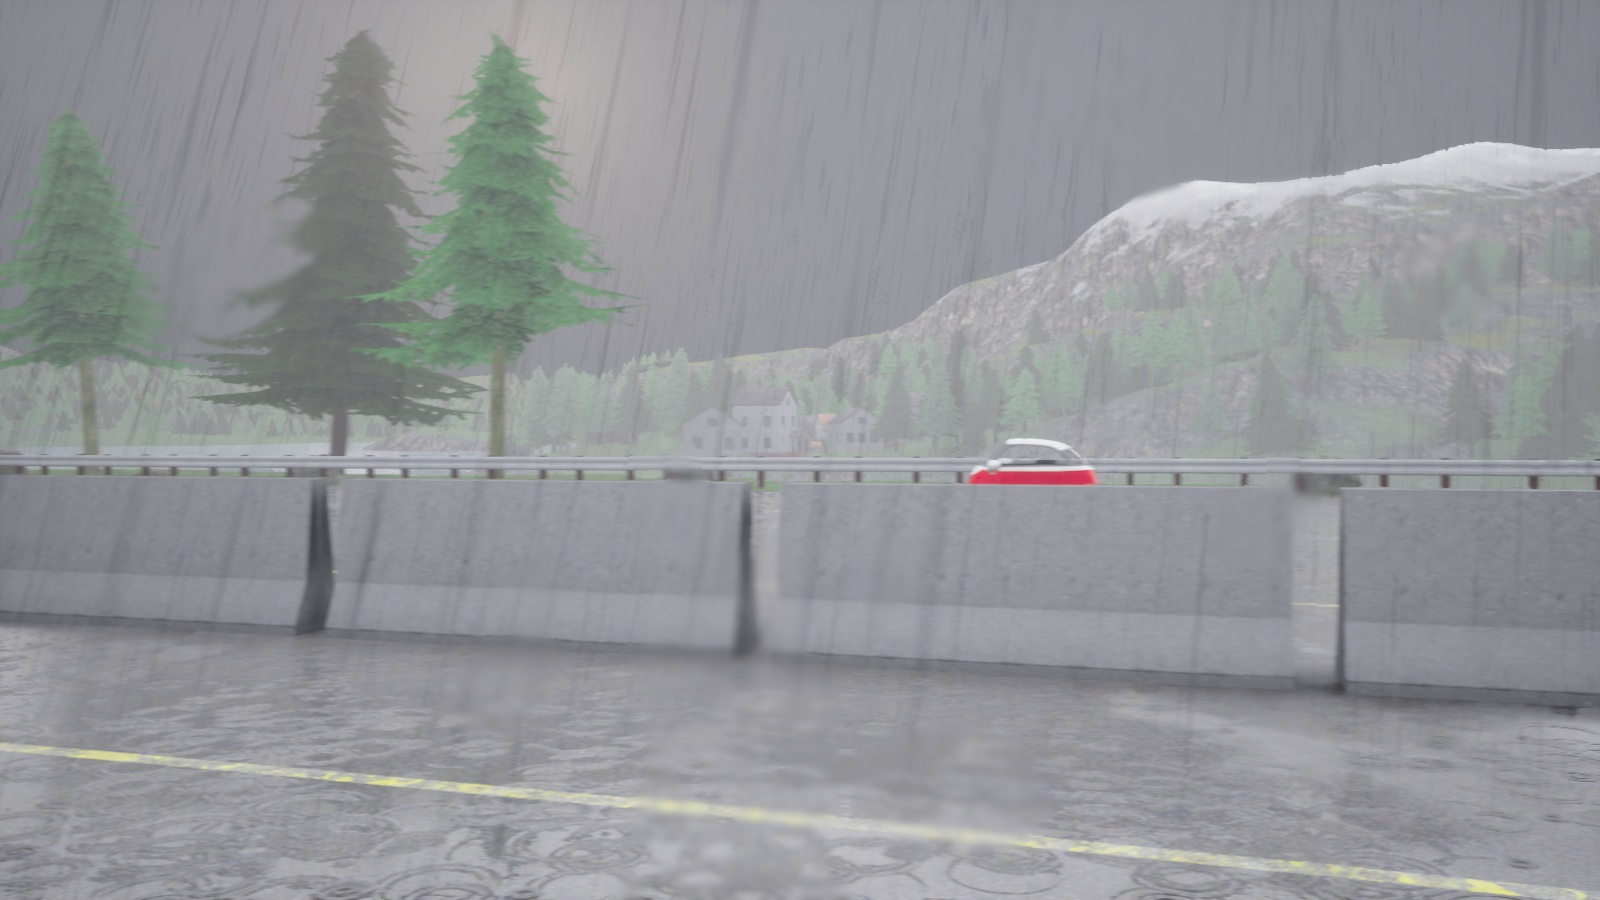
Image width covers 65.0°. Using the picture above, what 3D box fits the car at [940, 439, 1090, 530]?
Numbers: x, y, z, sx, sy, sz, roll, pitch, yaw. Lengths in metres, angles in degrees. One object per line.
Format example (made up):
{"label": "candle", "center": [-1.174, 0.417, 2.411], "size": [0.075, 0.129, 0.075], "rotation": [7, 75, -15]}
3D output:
{"label": "car", "center": [3.514, 0.517, 20.395], "size": [2.207, 1.376, 1.481], "rotation": [1, 1, 17]}
